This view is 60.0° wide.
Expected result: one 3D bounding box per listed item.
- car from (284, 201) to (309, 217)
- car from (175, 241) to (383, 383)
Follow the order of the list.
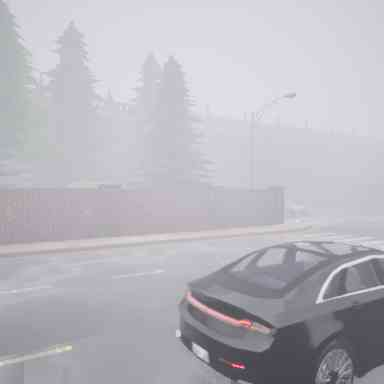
[{"bbox_3d":[9.223,1.581,32.599,1.812,1.442,4.674,0,0,-32],"label":"car"},{"bbox_3d":[2.126,1.491,4.852,4.902,1.511,2.128,0,0,-33],"label":"car"}]
